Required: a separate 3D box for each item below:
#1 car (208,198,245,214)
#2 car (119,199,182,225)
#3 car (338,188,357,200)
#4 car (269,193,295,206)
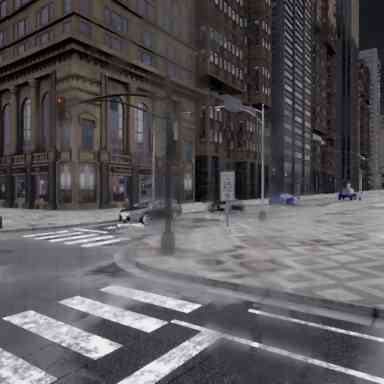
[{"bbox_3d":[3.174,1.175,30.021,1.994,1.385,4.181,0,1,35],"label":"car"},{"bbox_3d":[-2.629,1.237,21.901,2.128,1.511,4.902,0,1,36],"label":"car"},{"bbox_3d":[27.031,0.362,57.856,2.150,2.045,5.566,0,1,36],"label":"car"},{"bbox_3d":[11.182,0.907,41.174,1.882,1.535,5.008,0,1,36],"label":"car"}]
